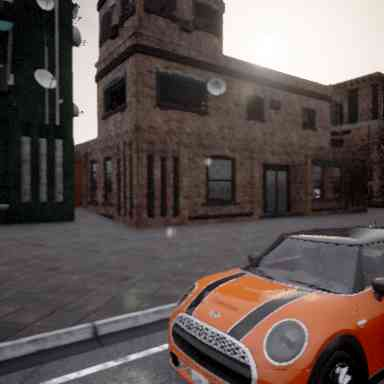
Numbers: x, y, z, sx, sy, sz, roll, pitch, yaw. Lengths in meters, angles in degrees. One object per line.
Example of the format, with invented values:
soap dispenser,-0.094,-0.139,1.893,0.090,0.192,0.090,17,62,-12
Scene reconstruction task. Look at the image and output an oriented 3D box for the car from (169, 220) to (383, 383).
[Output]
car,1.912,1.350,4.742,4.553,1.767,2.097,0,0,-35
